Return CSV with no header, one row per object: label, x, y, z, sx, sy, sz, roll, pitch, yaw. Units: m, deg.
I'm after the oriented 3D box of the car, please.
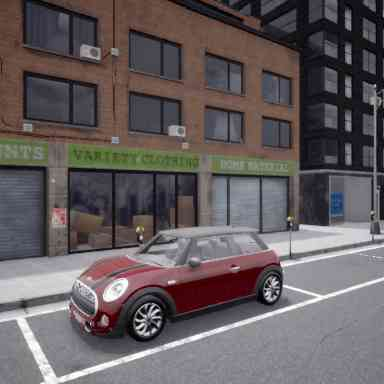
car,-0.174,1.440,6.401,4.097,1.590,1.967,0,0,-35
